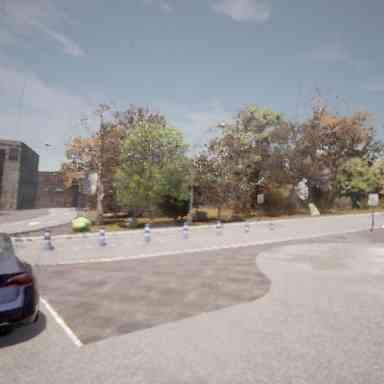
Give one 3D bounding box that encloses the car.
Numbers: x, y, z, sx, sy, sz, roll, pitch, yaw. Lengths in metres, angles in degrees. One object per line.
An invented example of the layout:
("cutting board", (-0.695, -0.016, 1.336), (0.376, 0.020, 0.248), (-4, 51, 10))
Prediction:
("car", (-4.320, 1.512, 6.398), (2.163, 1.488, 4.792), (0, 0, -35))
